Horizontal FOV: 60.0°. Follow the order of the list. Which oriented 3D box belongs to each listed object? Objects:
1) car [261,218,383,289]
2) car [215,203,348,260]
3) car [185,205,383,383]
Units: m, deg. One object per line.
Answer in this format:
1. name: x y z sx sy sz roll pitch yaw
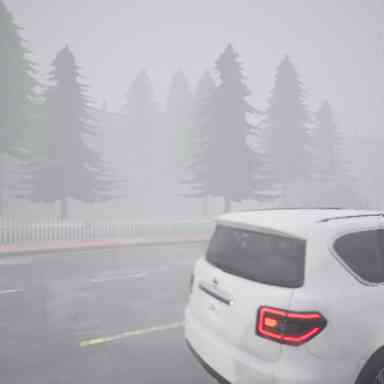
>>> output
1. car: 4.890 1.578 9.649 5.357 1.411 2.033 0 0 -20
2. car: 3.407 1.378 12.812 4.553 1.767 2.097 0 0 -20
3. car: 2.635 1.238 4.482 5.566 2.045 2.150 0 0 -26
